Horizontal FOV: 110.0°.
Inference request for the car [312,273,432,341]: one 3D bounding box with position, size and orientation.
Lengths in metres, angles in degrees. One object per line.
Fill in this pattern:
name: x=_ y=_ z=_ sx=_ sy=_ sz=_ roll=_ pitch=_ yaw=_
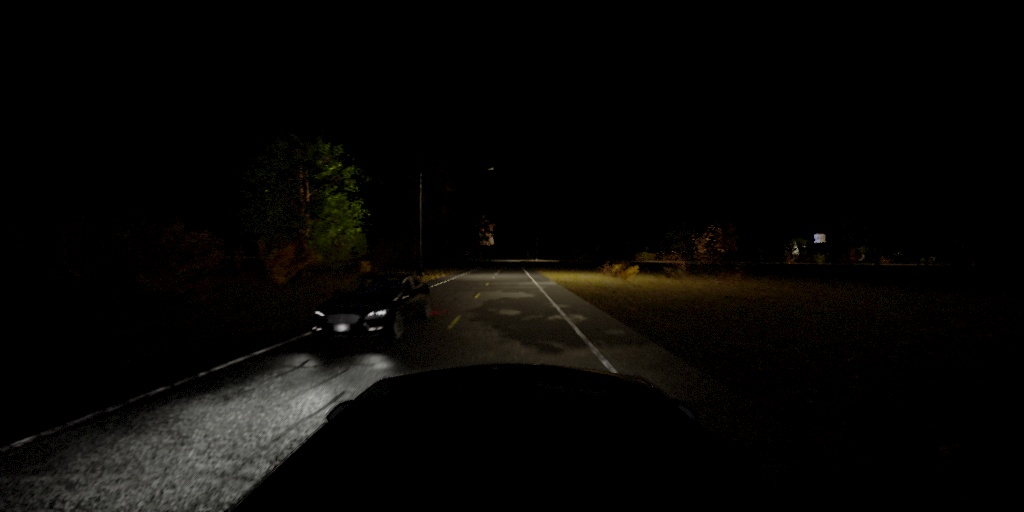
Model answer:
car: x=-3.542 y=1.244 z=9.941 sx=2.128 sy=1.511 sz=4.902 roll=0 pitch=0 yaw=1
